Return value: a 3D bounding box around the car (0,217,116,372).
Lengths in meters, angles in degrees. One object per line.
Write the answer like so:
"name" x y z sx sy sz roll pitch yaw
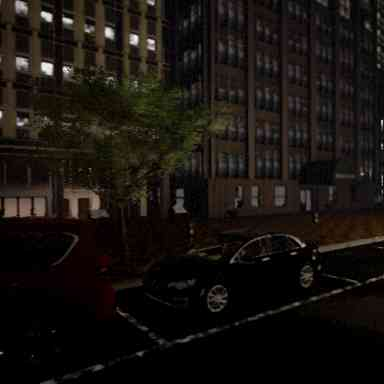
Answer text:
"car" -3.438 1.318 4.112 5.009 1.841 2.192 0 0 -35

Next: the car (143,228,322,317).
"car" 1.063 1.524 7.317 4.403 1.369 2.008 0 0 -35
